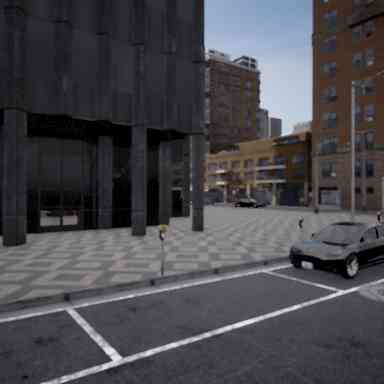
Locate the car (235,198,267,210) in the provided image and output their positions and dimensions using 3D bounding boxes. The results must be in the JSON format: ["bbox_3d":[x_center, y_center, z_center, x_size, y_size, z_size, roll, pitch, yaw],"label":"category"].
[{"bbox_3d":[8.073,1.604,45.977,1.882,1.535,5.008,0,0,-35],"label":"car"}]

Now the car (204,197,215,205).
[{"bbox_3d":[2.202,1.618,60.025,2.128,1.511,4.902,0,0,-34],"label":"car"}]

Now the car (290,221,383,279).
[{"bbox_3d":[4.891,1.615,10.251,4.313,1.339,1.947,0,0,-35],"label":"car"}]
